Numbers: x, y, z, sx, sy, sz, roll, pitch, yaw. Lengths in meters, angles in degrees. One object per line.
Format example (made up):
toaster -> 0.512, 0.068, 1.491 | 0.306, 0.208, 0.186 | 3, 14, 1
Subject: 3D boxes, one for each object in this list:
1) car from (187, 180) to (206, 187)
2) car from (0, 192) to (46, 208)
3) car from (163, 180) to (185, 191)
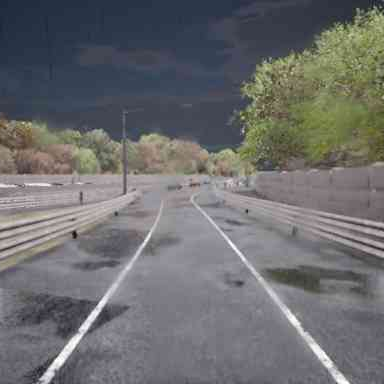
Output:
car -> 1.055, -2.026, 85.118 | 1.882, 1.535, 5.008 | 1, 3, 22
car -> -16.488, 0.726, 32.862 | 1.994, 1.385, 4.181 | 1, 3, 22
car -> -3.296, -0.997, 65.383 | 1.837, 1.490, 4.892 | 1, 3, 22
